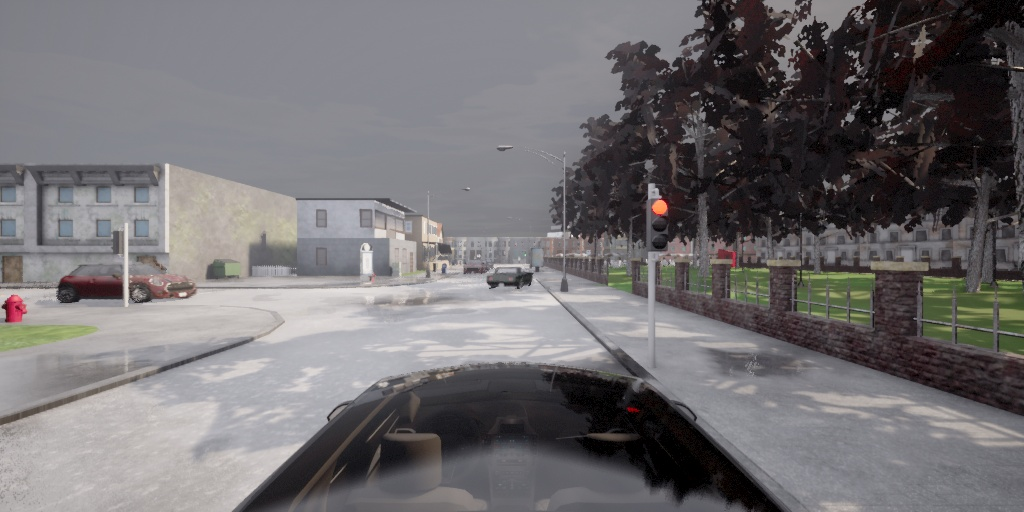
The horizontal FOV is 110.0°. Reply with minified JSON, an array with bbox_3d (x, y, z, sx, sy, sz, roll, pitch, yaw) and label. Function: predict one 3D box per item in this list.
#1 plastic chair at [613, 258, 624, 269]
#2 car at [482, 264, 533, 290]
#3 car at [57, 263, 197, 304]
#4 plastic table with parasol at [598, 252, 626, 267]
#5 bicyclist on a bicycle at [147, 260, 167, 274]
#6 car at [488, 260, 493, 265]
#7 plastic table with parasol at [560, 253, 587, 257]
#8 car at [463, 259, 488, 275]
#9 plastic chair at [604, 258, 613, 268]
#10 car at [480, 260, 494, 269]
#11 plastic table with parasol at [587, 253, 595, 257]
[{"bbox_3d":[16.012,1.296,54.032,0.750,1.272,0.730,0,0,-40],"label":"plastic chair"},{"bbox_3d":[-0.003,1.351,22.621,1.895,1.301,4.718,0,0,16],"label":"car"},{"bbox_3d":[-16.722,1.102,15.759,4.553,1.767,2.097,0,0,0],"label":"car"},{"bbox_3d":[15.279,0.694,55.030,2.482,2.480,2.482,0,0,-40],"label":"plastic table with parasol"},{"bbox_3d":[-23.866,1.098,24.154,0.582,1.620,1.656,0,0,0],"label":"bicyclist on a bicycle"},{"bbox_3d":[-4.108,1.297,49.052,2.033,1.411,5.357,0,0,0],"label":"car"},{"bbox_3d":[9.959,0.684,57.767,2.482,2.480,2.482,0,0,-40],"label":"plastic table with parasol"},{"bbox_3d":[-4.108,1.102,39.537,2.097,1.767,4.553,0,0,0],"label":"car"},{"bbox_3d":[14.306,1.306,54.128,0.730,1.272,0.750,0,0,-35],"label":"plastic chair"},{"bbox_3d":[-4.086,1.314,58.903,1.994,1.385,4.181,0,0,0],"label":"car"},{"bbox_3d":[14.655,0.673,63.244,2.482,2.480,2.482,0,0,-42],"label":"plastic table with parasol"}]
